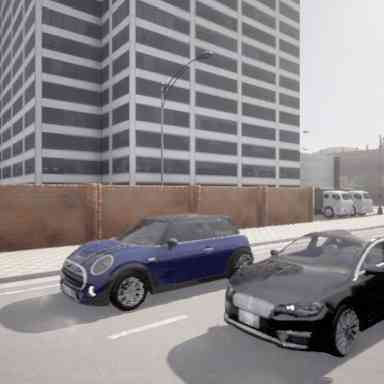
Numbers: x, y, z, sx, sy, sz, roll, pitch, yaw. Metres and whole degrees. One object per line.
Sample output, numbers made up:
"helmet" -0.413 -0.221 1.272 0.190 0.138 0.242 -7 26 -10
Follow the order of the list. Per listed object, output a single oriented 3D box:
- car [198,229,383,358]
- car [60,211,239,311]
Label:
"car" 2.731 1.491 6.120 4.902 1.511 2.128 0 0 -38
"car" -0.659 1.352 7.929 4.553 1.767 2.097 0 0 -38
